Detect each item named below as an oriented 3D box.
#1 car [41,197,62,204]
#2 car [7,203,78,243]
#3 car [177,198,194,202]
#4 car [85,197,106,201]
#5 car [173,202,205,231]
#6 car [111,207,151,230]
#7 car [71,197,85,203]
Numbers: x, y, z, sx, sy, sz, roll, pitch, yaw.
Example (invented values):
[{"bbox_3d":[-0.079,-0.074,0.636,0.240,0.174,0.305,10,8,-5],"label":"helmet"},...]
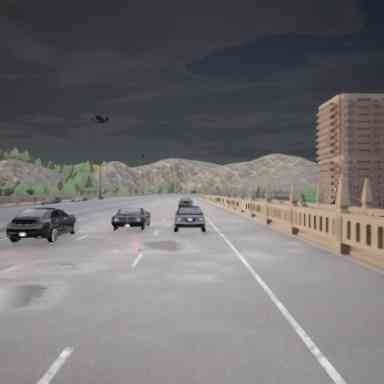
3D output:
[{"bbox_3d":[-22.215,1.526,52.841,1.837,1.490,4.892,0,0,-2],"label":"car"},{"bbox_3d":[-7.082,1.507,16.215,1.837,1.490,4.892,0,0,-1],"label":"car"},{"bbox_3d":[-0.810,1.508,42.657,1.837,1.490,4.892,0,0,-2],"label":"car"},{"bbox_3d":[-15.246,1.488,54.043,1.882,1.535,5.008,0,0,-2],"label":"car"},{"bbox_3d":[-0.179,1.549,20.529,2.033,1.411,5.357,0,0,-2],"label":"car"},{"bbox_3d":[-3.695,1.603,20.942,1.895,1.301,4.718,0,0,-2],"label":"car"},{"bbox_3d":[-18.806,1.525,56.127,1.882,1.535,5.008,0,0,-2],"label":"car"}]
